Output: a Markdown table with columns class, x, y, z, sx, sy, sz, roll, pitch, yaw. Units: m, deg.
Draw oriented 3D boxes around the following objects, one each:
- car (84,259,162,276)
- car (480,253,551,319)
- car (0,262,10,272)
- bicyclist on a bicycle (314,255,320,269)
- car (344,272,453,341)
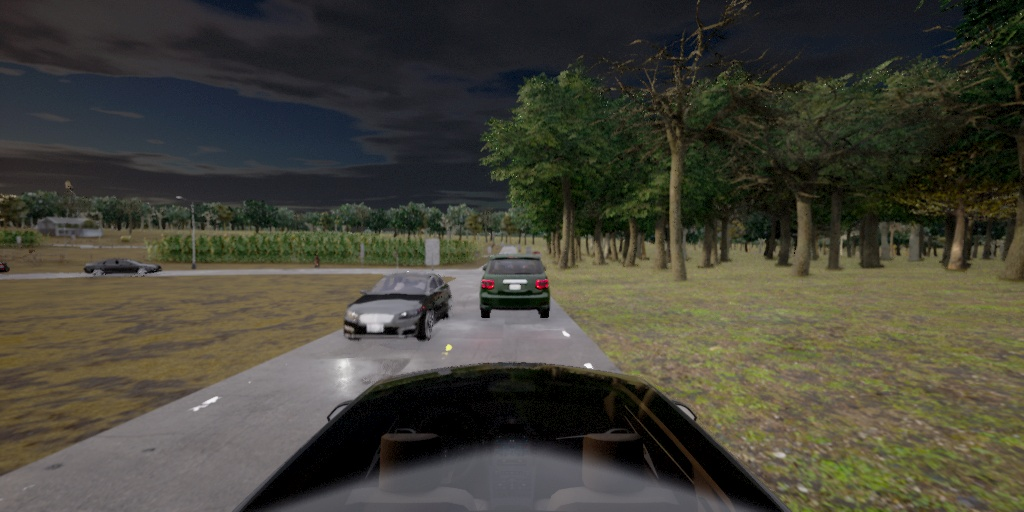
| class | x | y | z | sx | sy | sz | roll | pitch | yaw |
| --- | --- | --- | --- | --- | --- | --- | --- | --- | --- |
| car | -35.309 | 1.012 | 32.687 | 4.892 | 1.490 | 1.837 | 0 | 2 | -26 |
| car | 0.102 | 0.953 | 12.802 | 2.150 | 2.045 | 5.566 | 0 | 0 | 0 |
| car | -45.774 | 0.958 | 29.681 | 4.892 | 1.490 | 1.837 | 0 | 2 | -37 |
| bicyclist on a bicycle | -23.436 | 0.701 | 43.097 | 0.582 | 1.620 | 1.656 | 0 | 1 | -11 |
| car | -2.843 | 1.230 | 9.903 | 2.128 | 1.511 | 4.902 | 0 | 0 | 0 |
